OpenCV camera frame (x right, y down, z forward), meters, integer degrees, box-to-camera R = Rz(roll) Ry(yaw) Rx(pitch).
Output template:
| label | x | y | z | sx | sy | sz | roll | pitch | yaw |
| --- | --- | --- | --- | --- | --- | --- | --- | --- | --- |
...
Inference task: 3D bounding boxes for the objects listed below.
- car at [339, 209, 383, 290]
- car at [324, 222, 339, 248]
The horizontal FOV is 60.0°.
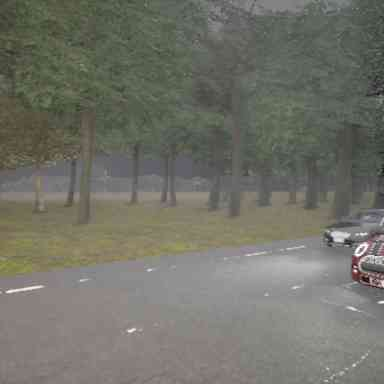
| label | x | y | z | sx | sy | sz | roll | pitch | yaw |
| --- | --- | --- | --- | --- | --- | --- | --- | --- | --- |
| car | 5.942 | 1.348 | 8.212 | 4.553 | 1.767 | 2.097 | 0 | 0 | -35 |
| car | 7.330 | 1.480 | 13.482 | 4.902 | 1.511 | 2.128 | 0 | 0 | -35 |
